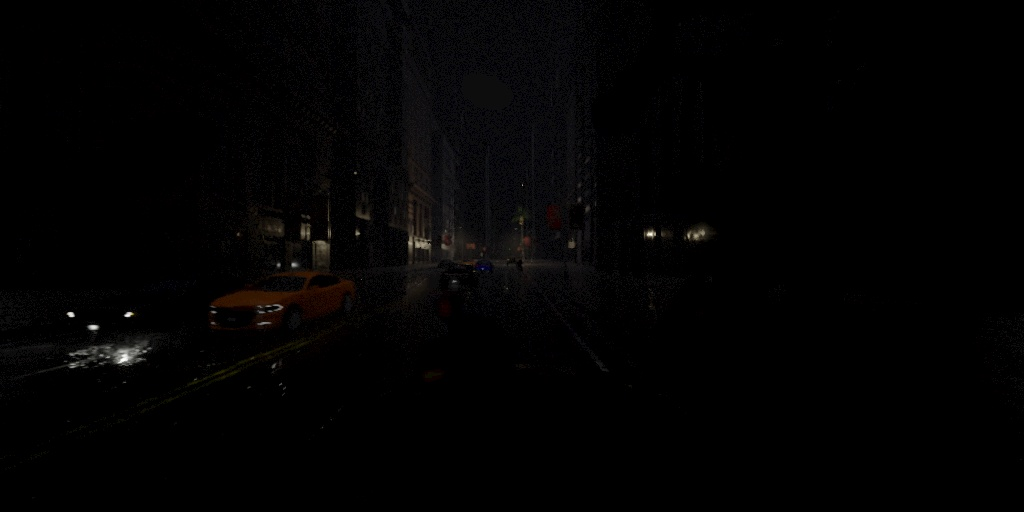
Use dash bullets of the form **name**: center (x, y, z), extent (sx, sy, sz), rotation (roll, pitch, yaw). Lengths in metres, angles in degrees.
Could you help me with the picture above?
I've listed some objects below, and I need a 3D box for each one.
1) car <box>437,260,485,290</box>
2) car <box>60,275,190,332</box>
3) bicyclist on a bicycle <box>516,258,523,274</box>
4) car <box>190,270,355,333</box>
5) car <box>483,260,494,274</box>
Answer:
- **car**: center (-3.152, 1.237, 22.498), extent (2.128, 1.511, 4.902), rotation (0, 0, 0)
- **car**: center (-9.849, 1.296, 11.094), extent (2.033, 1.411, 5.357), rotation (0, 0, 0)
- **bicyclist on a bicycle**: center (0.888, 1.106, 39.860), extent (0.659, 1.776, 1.843), rotation (0, 0, 0)
- **car**: center (-6.600, 1.227, 10.956), extent (1.882, 1.535, 5.008), rotation (0, 0, 0)
- **car**: center (-3.156, 1.212, 41.119), extent (1.882, 1.535, 5.008), rotation (0, 0, 0)
